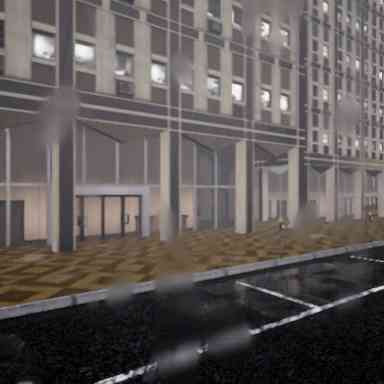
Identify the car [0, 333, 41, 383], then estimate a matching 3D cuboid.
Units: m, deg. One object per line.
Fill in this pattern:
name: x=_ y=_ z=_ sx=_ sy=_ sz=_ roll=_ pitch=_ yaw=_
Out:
car: x=-2.979 y=1.492 z=0.912 sx=4.902 sy=1.511 sz=2.128 roll=0 pitch=0 yaw=-35
